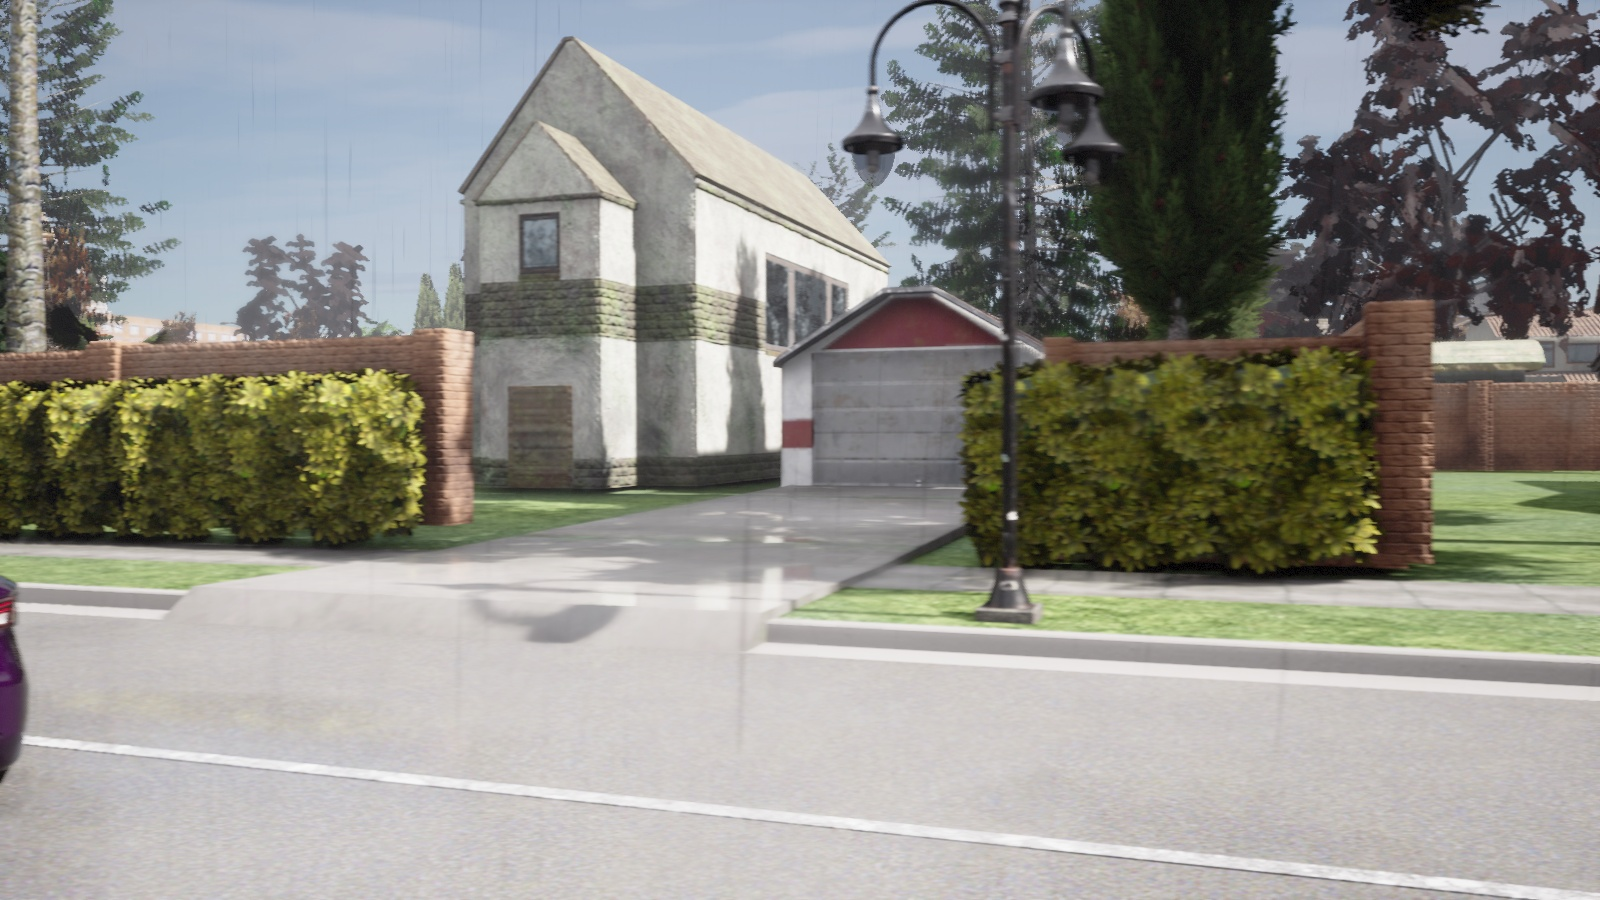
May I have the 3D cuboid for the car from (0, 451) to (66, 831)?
[{"bbox_3d":[-5.302,0.741,4.977,4.193,1.474,1.816,1,1,19],"label":"car"}]
